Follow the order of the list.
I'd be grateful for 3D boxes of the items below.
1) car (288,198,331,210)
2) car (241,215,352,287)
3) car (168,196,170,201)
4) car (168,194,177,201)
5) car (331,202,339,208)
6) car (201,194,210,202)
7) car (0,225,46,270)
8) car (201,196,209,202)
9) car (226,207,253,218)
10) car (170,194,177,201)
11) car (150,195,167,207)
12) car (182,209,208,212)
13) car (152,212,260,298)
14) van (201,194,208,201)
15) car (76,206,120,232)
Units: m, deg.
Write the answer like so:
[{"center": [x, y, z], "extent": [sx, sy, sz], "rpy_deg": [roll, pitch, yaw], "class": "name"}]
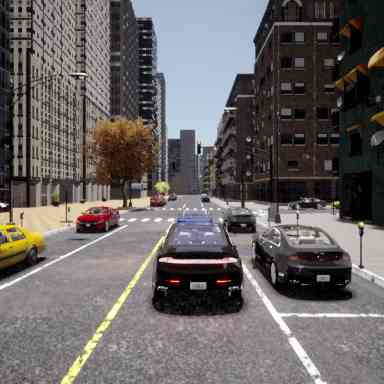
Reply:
[{"center": [13.620, 1.359, 39.489], "extent": [4.403, 1.369, 2.008], "rpy_deg": [-1, 1, 0], "class": "car"}, {"center": [2.732, 1.552, 9.071], "extent": [2.008, 1.369, 4.403], "rpy_deg": [0, 0, 0], "class": "car"}, {"center": [-5.404, 1.607, 58.089], "extent": [1.947, 1.339, 4.313], "rpy_deg": [0, 0, 0], "class": "car"}, {"center": [-5.239, 1.410, 91.226], "extent": [2.192, 1.841, 5.009], "rpy_deg": [0, 0, 0], "class": "car"}, {"center": [19.017, 1.259, 39.516], "extent": [4.829, 1.417, 1.752], "rpy_deg": [-1, 1, 0], "class": "car"}, {"center": [3.059, 1.630, 74.615], "extent": [1.947, 1.339, 4.313], "rpy_deg": [0, 0, 0], "class": "car"}, {"center": [-5.649, 1.526, 8.943], "extent": [1.752, 1.417, 4.829], "rpy_deg": [0, 0, 0], "class": "car"}, {"center": [3.088, 1.599, 80.308], "extent": [1.752, 1.417, 4.829], "rpy_deg": [0, 0, 0], "class": "car"}, {"center": [2.787, 1.555, 20.137], "extent": [2.008, 1.369, 4.403], "rpy_deg": [0, 0, 0], "class": "car"}, {"center": [-5.266, 1.650, 85.704], "extent": [1.947, 1.339, 4.313], "rpy_deg": [0, 0, 0], "class": "car"}, {"center": [-5.432, 1.349, 52.567], "extent": [2.192, 1.841, 5.009], "rpy_deg": [0, 0, 0], "class": "car"}, {"center": [0.167, 1.605, 18.591], "extent": [1.895, 1.301, 4.718], "rpy_deg": [0, 0, 1], "class": "car"}, {"center": [0.130, 1.492, 8.473], "extent": [2.128, 1.511, 4.902], "rpy_deg": [0, 0, 0], "class": "car"}, {"center": [3.114, 1.425, 85.662], "extent": [1.690, 1.788, 3.998], "rpy_deg": [0, 0, 0], "class": "van"}, {"center": [-5.593, 1.549, 20.179], "extent": [1.887, 1.381, 4.507], "rpy_deg": [0, 0, 0], "class": "car"}]
